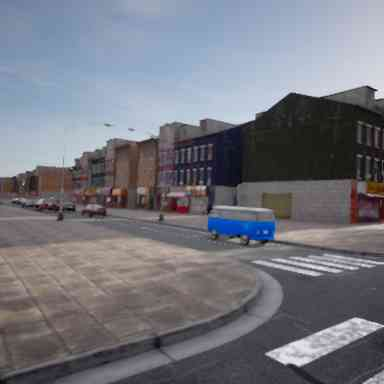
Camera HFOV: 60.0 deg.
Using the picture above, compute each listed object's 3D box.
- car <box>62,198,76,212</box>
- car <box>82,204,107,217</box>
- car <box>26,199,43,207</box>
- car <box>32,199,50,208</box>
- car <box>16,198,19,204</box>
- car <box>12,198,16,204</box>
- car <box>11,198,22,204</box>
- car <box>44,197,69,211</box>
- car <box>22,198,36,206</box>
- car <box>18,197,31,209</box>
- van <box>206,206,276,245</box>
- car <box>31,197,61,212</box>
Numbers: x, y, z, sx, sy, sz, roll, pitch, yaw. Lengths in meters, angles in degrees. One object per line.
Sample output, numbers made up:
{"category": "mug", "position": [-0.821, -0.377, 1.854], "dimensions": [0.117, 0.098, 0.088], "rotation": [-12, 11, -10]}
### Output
{"category": "car", "position": [-16.592, 1.925, 43.902], "dimensions": [1.947, 1.339, 4.313], "rotation": [4, -2, -35]}
{"category": "car", "position": [-10.261, 1.919, 34.988], "dimensions": [1.802, 1.307, 4.206], "rotation": [4, -2, -35]}
{"category": "car", "position": [-29.258, 2.000, 61.728], "dimensions": [1.947, 1.339, 4.313], "rotation": [3, -2, -35]}
{"category": "car", "position": [-26.091, 1.956, 57.272], "dimensions": [1.887, 1.381, 4.507], "rotation": [3, -2, -35]}
{"category": "car", "position": [-35.593, 2.067, 70.640], "dimensions": [1.802, 1.307, 4.206], "rotation": [3, -2, -35]}
{"category": "car", "position": [-38.754, 1.954, 75.101], "dimensions": [1.967, 1.590, 4.097], "rotation": [3, -2, -35]}
{"category": "car", "position": [-41.926, 2.126, 79.552], "dimensions": [1.802, 1.307, 4.206], "rotation": [3, -2, -35]}
{"category": "car", "position": [-19.749, 1.689, 48.366], "dimensions": [2.192, 1.841, 5.009], "rotation": [3, -2, -35]}
{"category": "car", "position": [-32.522, 1.985, 66.324], "dimensions": [1.752, 1.417, 4.829], "rotation": [3, -2, -35]}
{"category": "car", "position": [-24.208, 1.796, 50.078], "dimensions": [2.033, 1.411, 5.357], "rotation": [4, -2, -35]}
{"category": "van", "position": [2.413, 1.664, 17.167], "dimensions": [1.690, 1.788, 3.998], "rotation": [4, -2, -35]}
{"category": "car", "position": [-18.438, 1.575, 42.065], "dimensions": [2.097, 1.767, 4.553], "rotation": [4, -2, -35]}
